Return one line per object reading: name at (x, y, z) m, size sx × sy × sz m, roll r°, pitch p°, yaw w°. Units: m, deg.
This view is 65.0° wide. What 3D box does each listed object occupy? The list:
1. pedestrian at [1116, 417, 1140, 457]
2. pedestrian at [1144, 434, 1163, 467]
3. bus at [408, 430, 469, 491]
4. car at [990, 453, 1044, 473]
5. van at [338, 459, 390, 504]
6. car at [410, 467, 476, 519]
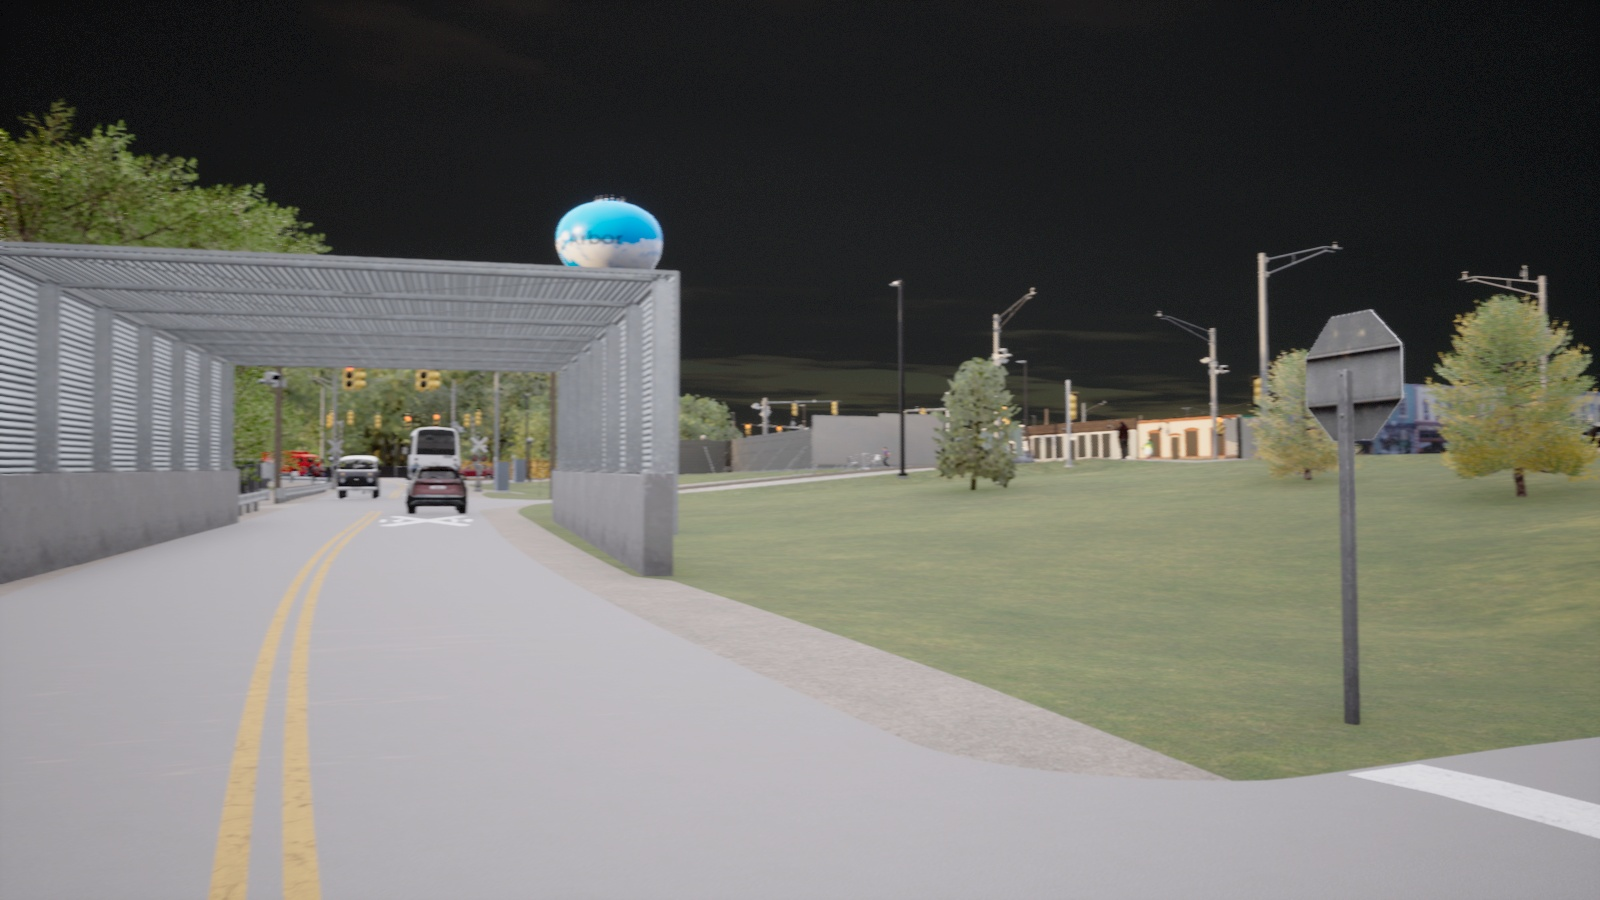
pedestrian at (15.337, -0.598, 58.719) m, size 0.634 × 1.844 × 0.899 m, roll 0°, pitch -2°, yaw -22°
pedestrian at (21.466, 0.040, 76.236) m, size 0.873 × 1.952 × 0.659 m, roll 0°, pitch -3°, yaw -27°
bus at (-27.267, 0.816, 94.382) m, size 3.944 × 4.253 × 10.273 m, roll 1°, pitch -1°, yaw -18°
car at (16.186, 0.966, 93.657) m, size 1.994 × 1.385 × 4.181 m, roll 0°, pitch -2°, yaw -23°
van at (-20.781, 1.477, 59.978) m, size 2.069 × 2.038 × 4.480 m, roll 0°, pitch -1°, yaw -16°
car at (-12.182, 1.420, 42.721) m, size 2.033 × 1.649 × 4.856 m, roll 0°, pitch -1°, yaw -17°
